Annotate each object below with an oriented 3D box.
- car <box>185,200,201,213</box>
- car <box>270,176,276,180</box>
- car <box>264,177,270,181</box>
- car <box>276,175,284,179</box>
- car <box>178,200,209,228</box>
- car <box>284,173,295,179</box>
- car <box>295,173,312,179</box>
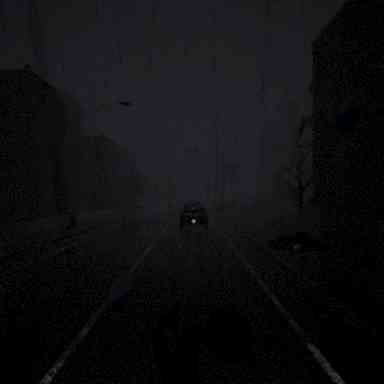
[{"bbox_3d":[0.113,1.703,40.988,1.812,1.442,4.674,0,0,0],"label":"car"},{"bbox_3d":[22.124,-3.446,84.752,2.002,1.452,4.674,0,1,-2],"label":"car"},{"bbox_3d":[21.892,-3.557,90.294,2.231,1.521,4.892,0,1,-1],"label":"car"},{"bbox_3d":[22.474,-3.410,79.215,2.097,1.535,5.008,0,1,-4],"label":"car"},{"bbox_3d":[0.107,1.592,22.945,2.128,1.511,4.902,0,0,0],"label":"car"},{"bbox_3d":[22.940,-3.459,73.709,2.185,1.767,4.553,0,1,-5],"label":"car"},{"bbox_3d":[23.558,-3.226,68.017,2.163,1.488,4.792,0,1,-6],"label":"car"}]
